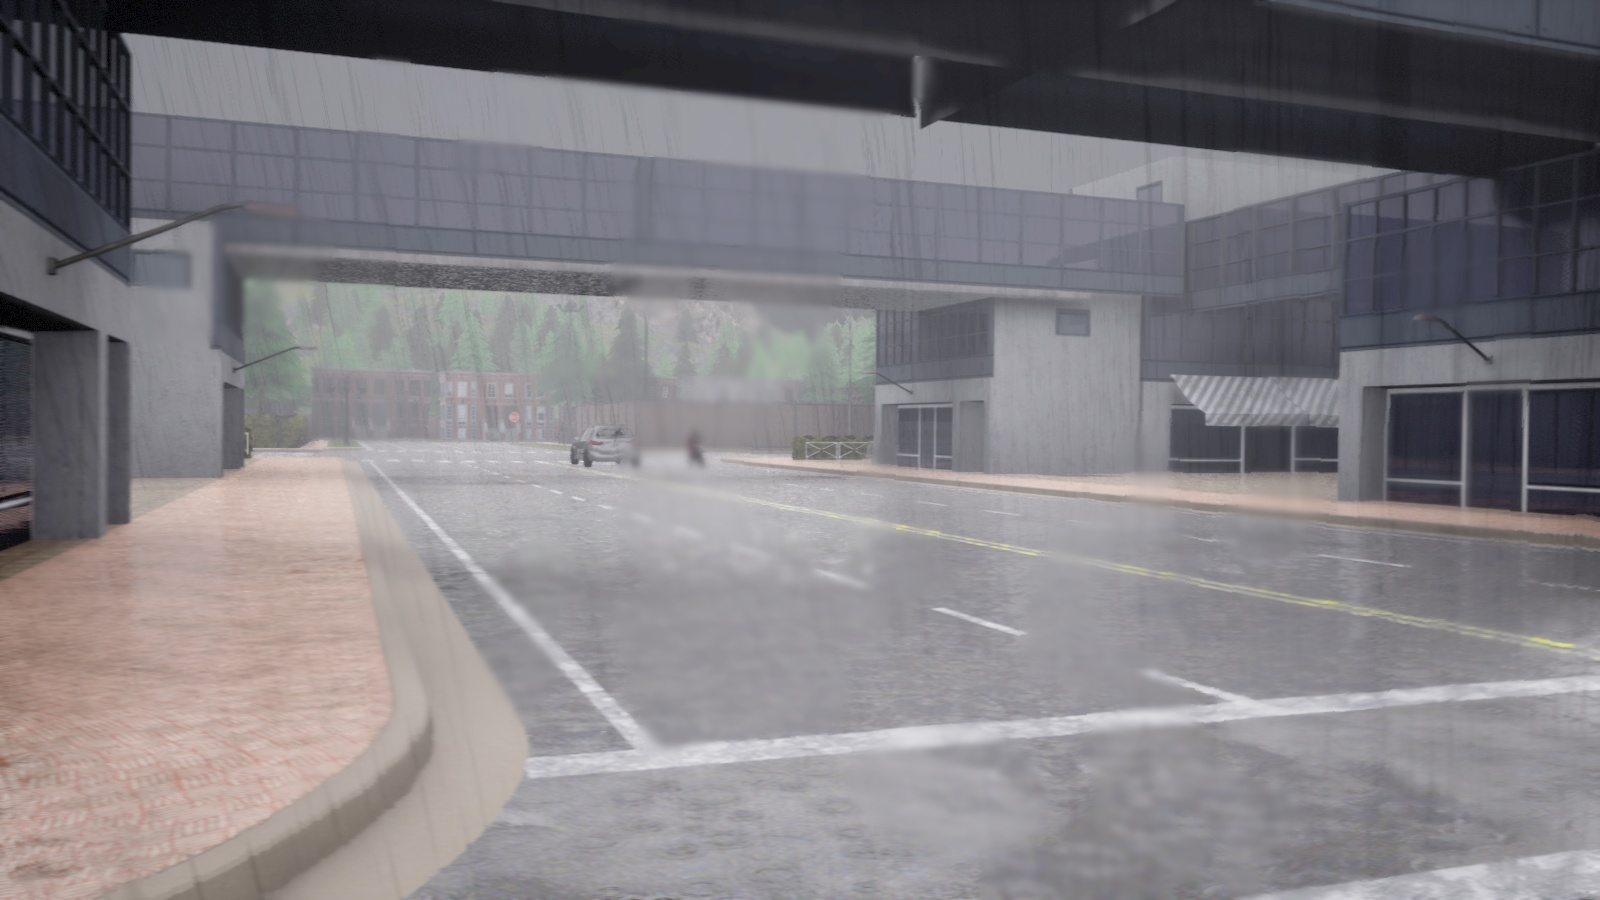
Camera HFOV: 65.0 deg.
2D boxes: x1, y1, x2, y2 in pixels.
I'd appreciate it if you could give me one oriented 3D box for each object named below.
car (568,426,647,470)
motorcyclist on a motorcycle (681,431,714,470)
[{"bbox_3d":[-7.799,-0.095,50.581,2.242,1.667,4.611,-1,1,-20],"label":"car"},{"bbox_3d":[-4.147,0.000,50.811,0.797,1.523,2.044,-1,1,-20],"label":"motorcyclist on a motorcycle"}]
